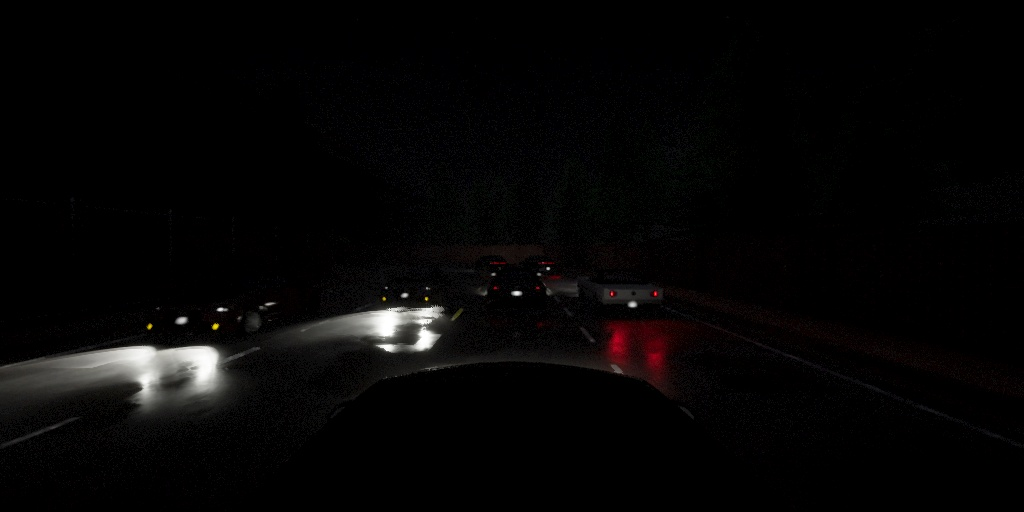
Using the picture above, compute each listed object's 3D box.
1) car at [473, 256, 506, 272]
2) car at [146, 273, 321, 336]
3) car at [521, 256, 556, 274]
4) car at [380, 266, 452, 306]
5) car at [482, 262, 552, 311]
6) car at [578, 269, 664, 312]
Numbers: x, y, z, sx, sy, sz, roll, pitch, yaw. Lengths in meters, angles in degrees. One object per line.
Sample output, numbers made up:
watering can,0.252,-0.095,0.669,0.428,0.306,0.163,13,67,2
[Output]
car,-1.855,0.698,30.500,1.837,1.490,4.892,1,1,-23
car,-7.069,1.159,9.667,1.994,1.385,4.181,0,1,0
car,2.079,0.698,30.536,1.837,1.490,4.892,1,1,-19
car,-3.566,1.077,13.945,1.994,1.385,4.181,0,1,0
car,0.160,1.092,13.163,1.994,1.385,4.181,0,1,0
car,3.661,1.132,13.053,1.895,1.301,4.718,0,1,0
